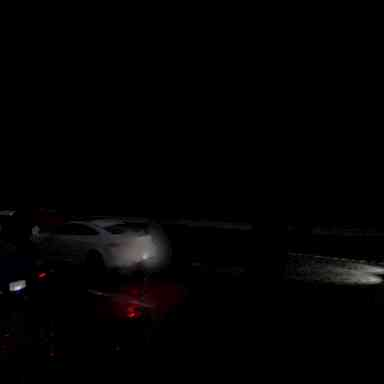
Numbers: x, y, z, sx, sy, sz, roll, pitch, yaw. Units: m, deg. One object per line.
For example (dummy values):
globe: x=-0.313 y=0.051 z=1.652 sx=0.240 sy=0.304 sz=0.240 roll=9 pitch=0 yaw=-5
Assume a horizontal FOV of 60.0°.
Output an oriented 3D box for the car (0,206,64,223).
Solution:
car: x=-8.159 y=1.464 z=17.404 sx=5.008 sy=1.535 sz=1.882 roll=0 pitch=0 yaw=31

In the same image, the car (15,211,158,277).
car: x=-3.167 y=1.517 z=10.184 sx=4.674 sy=1.442 sz=1.812 roll=0 pitch=0 yaw=33

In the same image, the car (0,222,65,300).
car: x=-5.079 y=1.521 z=7.265 sx=4.674 sy=1.442 sz=1.812 roll=0 pitch=0 yaw=33
